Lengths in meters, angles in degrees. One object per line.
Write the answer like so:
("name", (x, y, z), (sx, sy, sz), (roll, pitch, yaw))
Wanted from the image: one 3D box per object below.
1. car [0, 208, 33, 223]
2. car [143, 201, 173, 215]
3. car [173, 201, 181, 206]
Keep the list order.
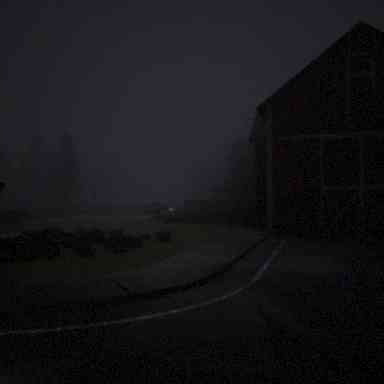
("car", (-15.457, 1.968, 26.799), (2.033, 1.411, 5.357), (-1, -1, 19))
("car", (-4.216, 1.899, 39.167), (1.816, 1.474, 4.193), (-7, -2, 17))
("car", (-3.672, 2.226, 60.448), (1.895, 1.301, 4.718), (-1, -1, 18))
